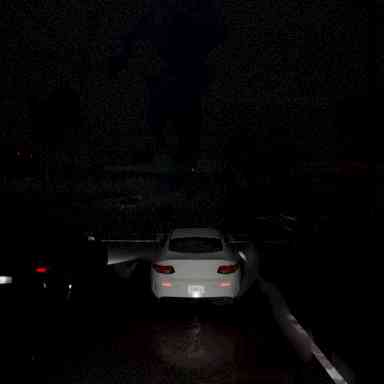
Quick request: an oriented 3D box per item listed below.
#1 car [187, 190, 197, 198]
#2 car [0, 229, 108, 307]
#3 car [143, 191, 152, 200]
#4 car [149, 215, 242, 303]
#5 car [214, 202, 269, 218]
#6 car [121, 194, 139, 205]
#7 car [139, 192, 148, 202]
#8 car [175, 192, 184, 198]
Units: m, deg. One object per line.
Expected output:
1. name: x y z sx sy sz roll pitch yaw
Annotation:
1. car: -0.036 0.599 86.440 2.150 2.045 5.566 0 1 0
2. car: -3.422 1.564 8.040 1.994 1.385 4.181 0 0 0
3. car: -10.532 0.792 76.844 2.150 2.045 5.566 0 1 0
4. car: 0.077 1.526 8.084 1.812 1.442 4.674 0 0 0
5. car: 4.425 1.585 29.701 4.718 1.301 1.895 0 0 12
6. car: -10.611 1.430 55.691 1.994 1.385 4.181 0 1 0
7. car: -10.559 1.223 65.904 1.882 1.535 5.008 0 1 1
8. car: -3.536 0.883 87.181 1.812 1.442 4.674 0 1 0
